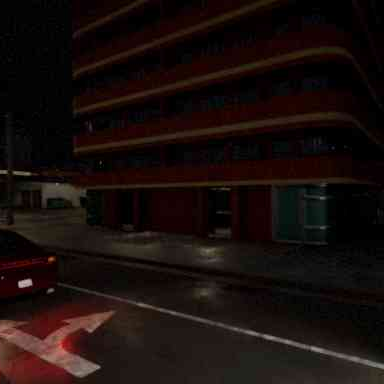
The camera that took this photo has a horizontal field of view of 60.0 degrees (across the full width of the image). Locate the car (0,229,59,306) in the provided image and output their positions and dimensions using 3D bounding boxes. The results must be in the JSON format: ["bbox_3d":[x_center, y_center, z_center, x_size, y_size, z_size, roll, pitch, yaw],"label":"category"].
[{"bbox_3d":[-5.130,1.577,7.646,5.008,1.535,1.882,-1,0,35],"label":"car"}]
